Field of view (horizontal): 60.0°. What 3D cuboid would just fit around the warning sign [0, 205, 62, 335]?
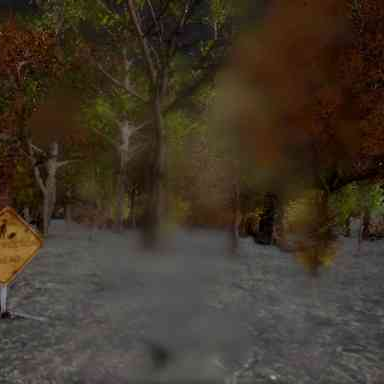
[{"bbox_3d":[-3.040,1.160,5.415,1.060,1.860,1.300,1,-1,37],"label":"warning sign"}]
